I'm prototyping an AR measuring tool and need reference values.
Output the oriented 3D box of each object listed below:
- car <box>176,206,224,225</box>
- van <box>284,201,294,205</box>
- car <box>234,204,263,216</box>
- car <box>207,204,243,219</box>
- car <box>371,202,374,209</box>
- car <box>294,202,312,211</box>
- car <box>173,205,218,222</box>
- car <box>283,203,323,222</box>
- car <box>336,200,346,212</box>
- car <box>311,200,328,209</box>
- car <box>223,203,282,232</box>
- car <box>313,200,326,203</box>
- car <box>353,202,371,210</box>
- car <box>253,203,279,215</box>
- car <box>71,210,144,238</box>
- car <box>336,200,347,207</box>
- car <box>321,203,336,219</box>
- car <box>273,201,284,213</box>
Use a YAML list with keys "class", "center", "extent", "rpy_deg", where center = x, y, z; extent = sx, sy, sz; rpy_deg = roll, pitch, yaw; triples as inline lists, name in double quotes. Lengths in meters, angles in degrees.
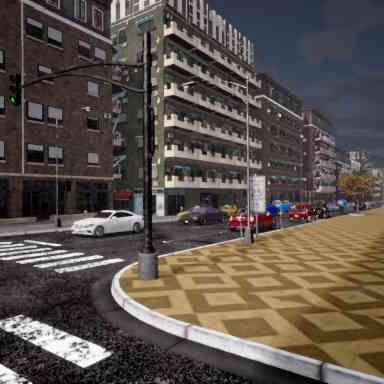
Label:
- class: "car"
  center: [1.118, 1.960, 27.928]
  extent: [2.033, 1.411, 5.357]
  rpy_deg: [-1, -1, 35]
- class: "van"
  center: [13.450, 2.174, 50.126]
  extent: [1.690, 1.788, 3.998]
  rpy_deg: [-2, -2, 35]
- class: "car"
  center: [6.991, 2.222, 40.851]
  extent: [1.947, 1.339, 4.313]
  rpy_deg: [-2, -2, 35]
- class: "car"
  center: [3.663, 2.090, 36.077]
  extent: [1.752, 1.417, 4.829]
  rpy_deg: [-2, -2, 35]
- class: "car"
  center: [36.428, 2.745, 68.542]
  extent: [2.008, 1.369, 4.403]
  rpy_deg: [-2, -2, 35]
- class: "car"
  center: [19.913, 2.554, 59.390]
  extent: [1.887, 1.381, 4.507]
  rpy_deg: [-2, -2, 35]
- class: "car"
  center: [0.432, 2.002, 31.444]
  extent: [1.752, 1.417, 4.829]
  rpy_deg: [-2, -2, 35]
- class: "car"
  center: [10.583, 2.032, 31.467]
  extent: [1.887, 1.381, 4.507]
  rpy_deg: [-2, -2, 35]
- class: "car"
  center: [23.454, 2.468, 54.398]
  extent: [2.033, 1.411, 5.357]
  rpy_deg: [-1, -1, 36]
- class: "car"
  center: [26.372, 2.501, 68.665]
  extent: [2.192, 1.841, 5.009]
  rpy_deg: [-2, -2, 35]
- class: "car"
  center: [4.121, 1.751, 22.201]
  extent: [1.967, 1.590, 4.097]
  rpy_deg: [-2, -2, 35]
- class: "car"
  center: [17.650, 2.267, 46.058]
  extent: [1.837, 1.490, 4.892]
  rpy_deg: [-1, -1, 35]
- class: "car"
  center: [29.967, 2.583, 59.273]
  extent: [1.947, 1.339, 4.313]
  rpy_deg: [-2, -2, 35]
- class: "car"
  center: [10.221, 2.289, 45.486]
  extent: [1.887, 1.381, 4.507]
  rpy_deg: [-2, -2, 35]
- class: "car"
  center: [-4.766, 1.778, 19.475]
  extent: [1.812, 1.442, 4.674]
  rpy_deg: [-1, -1, 34]
- class: "car"
  center: [39.198, 2.882, 87.141]
  extent: [1.690, 1.788, 3.998]
  rpy_deg: [-2, -2, 35]
- class: "car"
  center: [13.814, 2.141, 36.101]
  extent: [1.947, 1.339, 4.313]
  rpy_deg: [-2, -2, 35]
- class: "car"
  center: [8.628, 2.095, 38.680]
  extent: [1.882, 1.535, 5.008]
  rpy_deg: [-1, -1, 35]
